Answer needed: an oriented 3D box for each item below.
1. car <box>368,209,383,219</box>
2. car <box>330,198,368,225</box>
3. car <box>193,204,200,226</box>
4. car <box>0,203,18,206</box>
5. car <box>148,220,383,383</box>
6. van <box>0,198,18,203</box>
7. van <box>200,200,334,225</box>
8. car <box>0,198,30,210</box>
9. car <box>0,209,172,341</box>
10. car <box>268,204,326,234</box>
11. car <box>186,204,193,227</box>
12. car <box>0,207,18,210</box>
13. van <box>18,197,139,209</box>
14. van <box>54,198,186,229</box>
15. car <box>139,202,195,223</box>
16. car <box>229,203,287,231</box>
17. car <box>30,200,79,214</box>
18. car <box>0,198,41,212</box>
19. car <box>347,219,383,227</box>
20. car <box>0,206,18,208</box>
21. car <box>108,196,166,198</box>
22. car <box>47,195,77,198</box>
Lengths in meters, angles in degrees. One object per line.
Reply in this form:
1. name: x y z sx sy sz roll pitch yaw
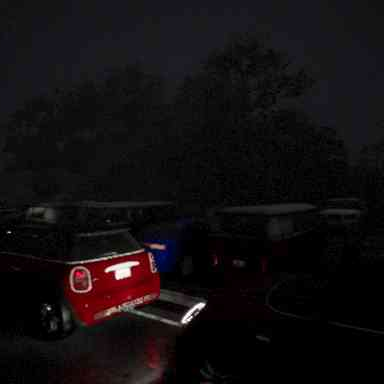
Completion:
1. car: 11.488 1.608 18.468 2.097 1.535 5.008 0 0 36
2. car: 9.215 1.371 20.064 2.435 2.045 5.566 0 0 36
3. car: 2.579 1.653 25.101 1.946 1.575 5.366 0 0 36
4. car: -11.423 1.598 18.844 2.231 1.521 4.892 0 0 36
5. car: 1.989 1.372 3.327 4.553 1.767 2.097 0 0 36
6. van: -13.637 1.369 20.575 1.878 1.987 4.442 0 0 36
7. van: 2.298 1.327 9.106 1.878 1.987 4.442 0 0 36
8. car: -24.564 1.594 44.417 2.231 1.521 4.892 0 0 36
9. car: -2.882 1.390 6.843 4.553 1.767 2.097 0 0 36
10. car: 6.976 1.637 21.701 2.231 1.521 4.892 0 0 36
11. car: 0.204 1.693 26.546 2.163 1.488 4.792 0 0 36
12. car: -6.856 1.626 15.585 2.163 1.488 4.792 0 0 36
13. van: -4.530 1.362 14.020 1.878 1.987 4.442 0 0 36
14. van: -2.392 1.352 12.194 1.878 1.987 4.442 0 0 36
15. car: -2.021 1.693 28.219 2.163 1.488 4.792 0 0 36
16. car: 4.722 1.646 23.324 2.097 1.535 5.008 0 0 36
17. car: -15.572 1.655 37.902 2.163 1.488 4.792 0 0 36
18. car: -22.422 1.597 42.640 1.946 1.575 5.366 0 0 36
19. car: 4.507 1.579 7.374 2.002 1.452 4.674 0 0 36
20. car: -9.153 1.638 17.199 2.002 1.452 4.674 0 0 36
21. car: -4.305 1.410 29.795 2.435 2.045 5.566 0 0 36
22. car: -13.284 1.383 36.328 2.435 2.045 5.566 0 0 36
